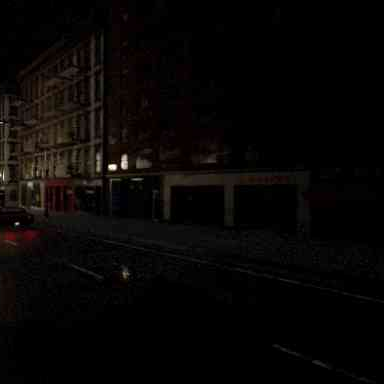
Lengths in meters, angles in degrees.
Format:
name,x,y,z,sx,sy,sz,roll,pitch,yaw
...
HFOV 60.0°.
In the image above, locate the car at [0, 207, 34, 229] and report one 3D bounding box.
name,x,y,z,sx,sy,sz,roll,pitch,yaw
car,-11.960,1.609,21.561,1.895,1.301,4.718,0,0,-43
